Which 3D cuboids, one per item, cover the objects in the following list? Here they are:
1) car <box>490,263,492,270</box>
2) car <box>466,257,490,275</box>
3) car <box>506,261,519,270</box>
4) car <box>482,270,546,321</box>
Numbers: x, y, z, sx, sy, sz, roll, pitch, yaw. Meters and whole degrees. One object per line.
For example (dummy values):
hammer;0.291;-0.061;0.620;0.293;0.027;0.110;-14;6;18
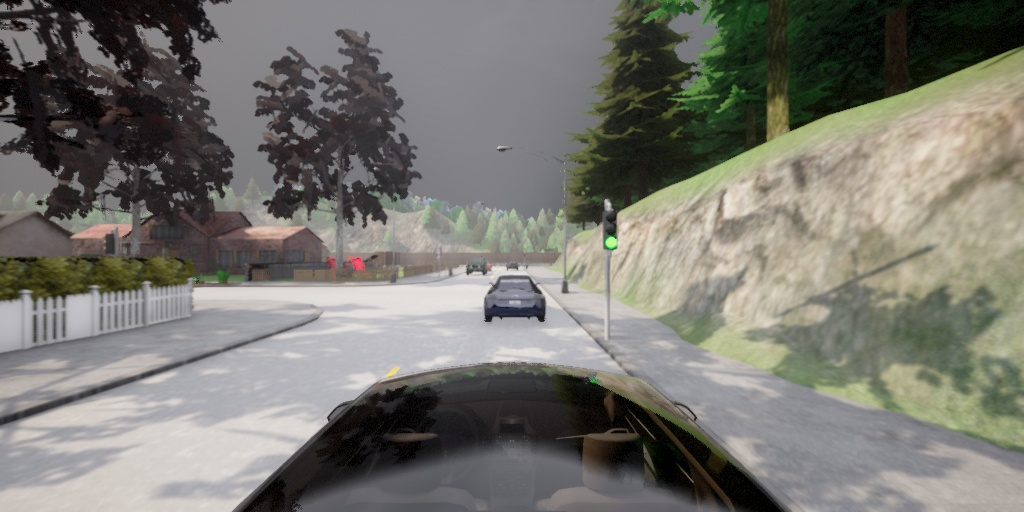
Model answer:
car;-4.085;1.335;52.195;2.097;1.767;4.553;0;0;0
car;-4.103;1.160;42.367;2.150;2.045;5.566;0;0;0
car;0.093;1.505;55.845;1.837;1.490;4.892;0;0;0
car;0.094;1.365;12.717;1.994;1.385;4.181;0;0;0
